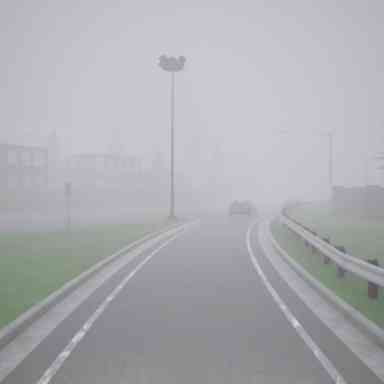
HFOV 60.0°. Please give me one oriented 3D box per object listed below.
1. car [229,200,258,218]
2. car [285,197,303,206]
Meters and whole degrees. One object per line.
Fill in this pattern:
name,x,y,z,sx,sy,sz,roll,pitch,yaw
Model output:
car,4.559,1.406,29.251,2.128,1.511,4.902,0,0,20
car,15.670,1.421,51.019,1.994,1.385,4.181,0,0,33
